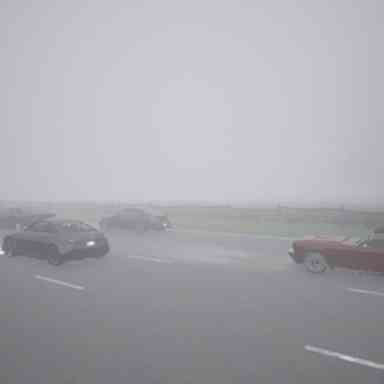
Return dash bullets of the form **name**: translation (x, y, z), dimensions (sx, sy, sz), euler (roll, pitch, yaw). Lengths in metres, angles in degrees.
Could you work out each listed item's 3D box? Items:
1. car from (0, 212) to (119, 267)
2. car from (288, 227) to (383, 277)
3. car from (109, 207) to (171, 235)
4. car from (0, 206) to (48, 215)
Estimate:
- **car**: translation (-4.853, 1.621, 11.759), dimensions (4.181, 1.385, 1.994), euler (0, 0, 36)
- **car**: translation (5.125, 1.607, 8.934), dimensions (4.718, 1.301, 1.895), euler (0, 0, 36)
- **car**: translation (-3.337, 1.600, 19.278), dimensions (4.674, 1.442, 1.812), euler (0, 0, 36)
- **car**: translation (-10.110, 1.583, 19.813), dimensions (5.008, 1.535, 1.882), euler (0, 0, 36)
